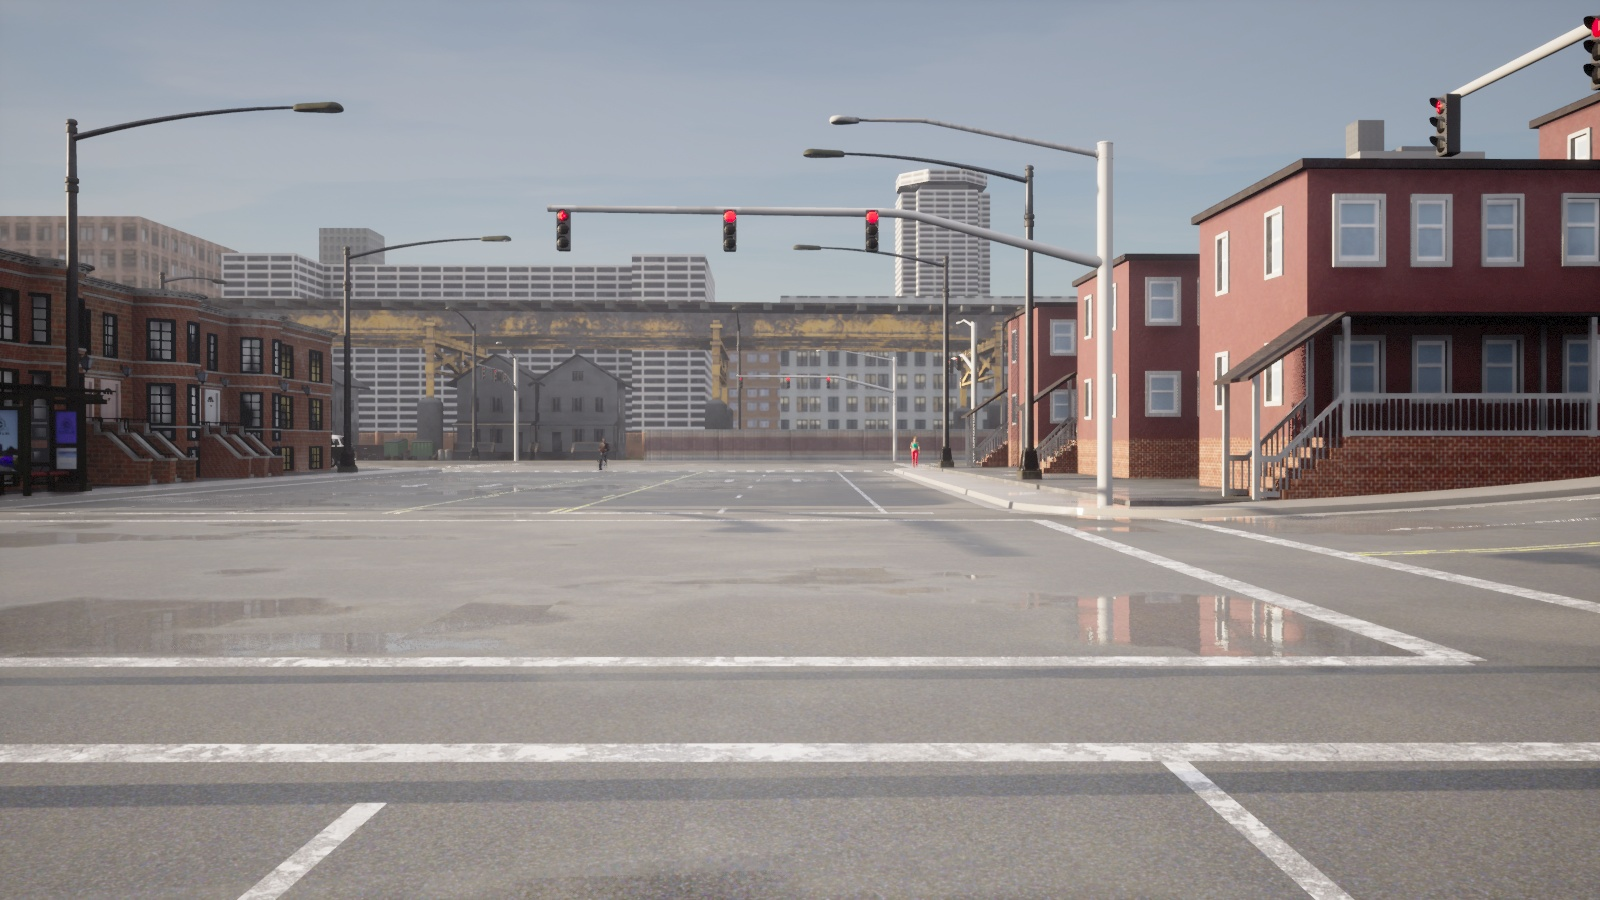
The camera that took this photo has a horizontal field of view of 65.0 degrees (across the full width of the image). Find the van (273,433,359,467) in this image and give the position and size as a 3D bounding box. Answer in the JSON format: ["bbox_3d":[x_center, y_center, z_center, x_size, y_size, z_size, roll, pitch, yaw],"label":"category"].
[{"bbox_3d":[-29.763,0.010,77.297,4.480,2.038,2.069,0,0,0],"label":"van"}]

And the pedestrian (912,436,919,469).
[{"bbox_3d":[6.469,0.139,70.477,0.345,1.836,0.594,0,0,2],"label":"pedestrian"}]
